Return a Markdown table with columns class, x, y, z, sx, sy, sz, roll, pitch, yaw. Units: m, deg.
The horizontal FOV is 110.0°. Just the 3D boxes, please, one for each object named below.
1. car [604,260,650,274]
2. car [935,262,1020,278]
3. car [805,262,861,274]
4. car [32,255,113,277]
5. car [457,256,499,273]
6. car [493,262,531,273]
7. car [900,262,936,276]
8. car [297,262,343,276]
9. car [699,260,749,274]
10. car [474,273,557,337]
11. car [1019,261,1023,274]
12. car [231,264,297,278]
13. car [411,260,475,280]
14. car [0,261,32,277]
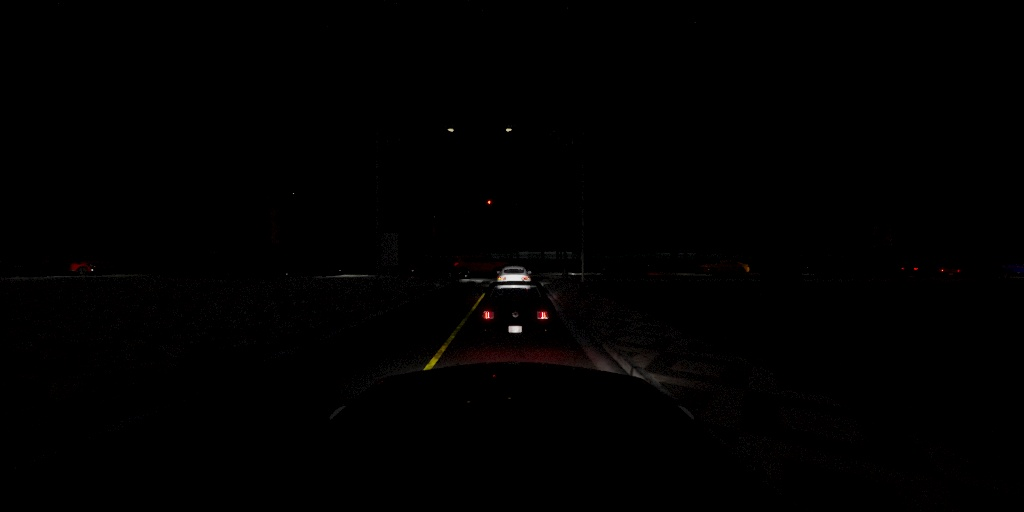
| class | x | y | z | sx | sy | sz | roll | pitch | yaw |
| --- | --- | --- | --- | --- | --- | --- | --- | --- | --- |
| car | 12.633 | 1.231 | 39.575 | 4.902 | 1.511 | 2.128 | 0 | 0 | 0 |
| car | 42.296 | 1.372 | 32.672 | 4.718 | 1.301 | 1.895 | 0 | 0 | 1 |
| car | 35.188 | 1.340 | 39.370 | 4.718 | 1.301 | 1.895 | 0 | 0 | 1 |
| car | -44.012 | 0.933 | 36.278 | 5.566 | 2.045 | 2.150 | 0 | 0 | -1 |
| car | -3.061 | 0.978 | 36.259 | 5.566 | 2.045 | 2.150 | 0 | 0 | 1 |
| car | 0.113 | 1.274 | 20.221 | 1.812 | 1.442 | 4.674 | 0 | 0 | 1 |
| car | 42.320 | 1.303 | 35.921 | 5.357 | 1.411 | 2.033 | 0 | 0 | 1 |
| car | -19.474 | 1.305 | 36.392 | 4.181 | 1.385 | 1.994 | 0 | 0 | 0 |
| car | 23.263 | 1.217 | 39.482 | 5.008 | 1.535 | 1.882 | 0 | 0 | 0 |
| car | 0.108 | 1.350 | 10.237 | 1.895 | 1.301 | 4.718 | 0 | 0 | 1 |
| car | 52.275 | 1.233 | 35.887 | 5.008 | 1.535 | 1.882 | 0 | 0 | 0 |
| car | -23.018 | 1.354 | 33.170 | 4.718 | 1.301 | 1.895 | 0 | 0 | 0 |
| car | -6.329 | 1.320 | 31.605 | 5.357 | 1.411 | 2.033 | 0 | 0 | 24 |
| car | -46.582 | 1.226 | 32.962 | 4.892 | 1.490 | 1.837 | 0 | 0 | -2 |
